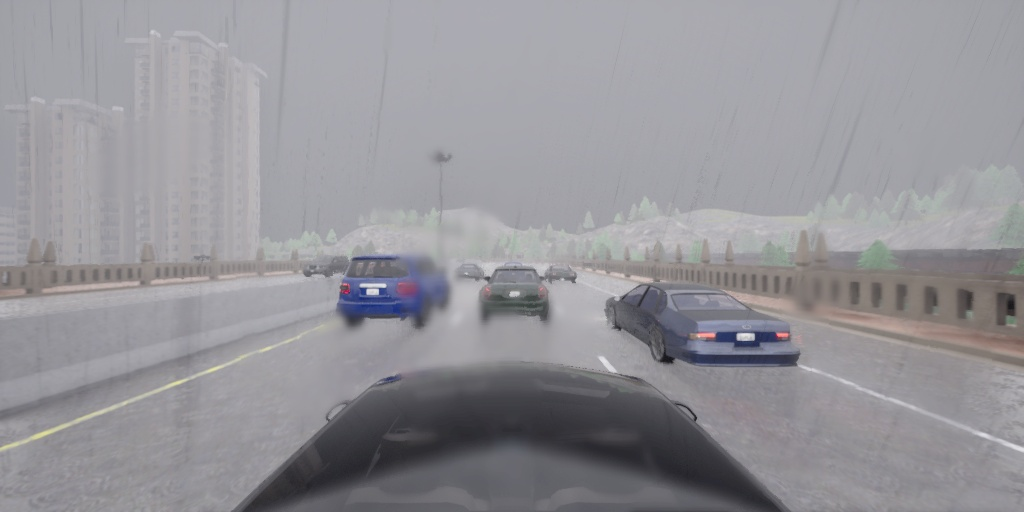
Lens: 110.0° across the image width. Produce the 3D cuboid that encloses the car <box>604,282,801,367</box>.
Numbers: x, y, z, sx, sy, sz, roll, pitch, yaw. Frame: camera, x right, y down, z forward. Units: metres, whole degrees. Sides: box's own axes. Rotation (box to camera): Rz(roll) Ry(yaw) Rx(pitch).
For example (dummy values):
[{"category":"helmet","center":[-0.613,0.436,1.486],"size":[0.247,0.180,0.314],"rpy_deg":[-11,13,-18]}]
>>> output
[{"category":"car","center":[3.596,1.295,8.044],"size":[2.033,1.411,5.357],"rpy_deg":[0,0,0]}]

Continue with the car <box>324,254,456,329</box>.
[{"category":"car","center":[-3.398,0.968,11.434],"size":[2.150,2.045,5.566],"rpy_deg":[0,0,0]}]

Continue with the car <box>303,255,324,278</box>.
[{"category":"car","center":[-17.588,0.964,34.323],"size":[2.150,2.045,5.566],"rpy_deg":[0,0,0]}]

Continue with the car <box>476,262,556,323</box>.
[{"category":"car","center":[0.103,1.098,12.291],"size":[2.097,1.767,4.553],"rpy_deg":[0,0,0]}]

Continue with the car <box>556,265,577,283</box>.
[{"category":"car","center":[3.607,1.343,27.263],"size":[1.895,1.301,4.718],"rpy_deg":[0,0,0]}]

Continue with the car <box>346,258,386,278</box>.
[{"category":"car","center":[-14.085,1.096,34.937],"size":[2.097,1.767,4.553],"rpy_deg":[0,0,0]}]

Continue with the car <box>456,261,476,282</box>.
[{"category":"car","center":[-3.392,1.307,29.200],"size":[1.994,1.385,4.181],"rpy_deg":[0,0,0]}]
